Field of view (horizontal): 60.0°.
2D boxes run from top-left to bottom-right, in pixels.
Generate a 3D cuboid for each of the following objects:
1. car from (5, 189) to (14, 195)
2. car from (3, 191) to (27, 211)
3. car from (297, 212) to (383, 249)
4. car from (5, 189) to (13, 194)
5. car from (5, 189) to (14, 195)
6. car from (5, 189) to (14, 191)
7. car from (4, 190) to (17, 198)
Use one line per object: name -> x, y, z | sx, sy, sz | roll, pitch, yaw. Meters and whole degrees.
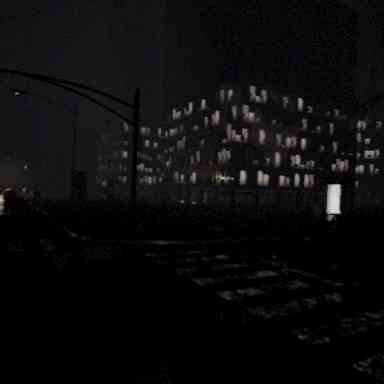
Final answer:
car -> -40.480, -0.008, 73.753 | 1.752, 1.417, 4.829 | 1, 1, -29
car -> -15.540, 0.910, 29.264 | 1.887, 1.381, 4.507 | 1, 1, -29
car -> 6.559, 1.576, 14.437 | 4.313, 1.339, 1.947 | 2, 1, -29
car -> -45.921, -0.144, 83.459 | 1.802, 1.307, 4.206 | 1, 1, -29
car -> -43.159, -0.083, 78.532 | 1.887, 1.381, 4.507 | 1, 1, -29
car -> -26.587, 0.516, 48.971 | 2.008, 1.369, 4.403 | 1, 1, -29
car -> -32.111, 0.311, 58.825 | 1.887, 1.381, 4.507 | 1, 1, -29
